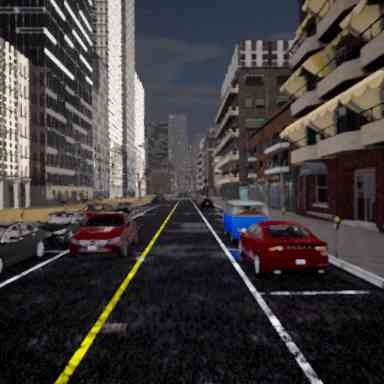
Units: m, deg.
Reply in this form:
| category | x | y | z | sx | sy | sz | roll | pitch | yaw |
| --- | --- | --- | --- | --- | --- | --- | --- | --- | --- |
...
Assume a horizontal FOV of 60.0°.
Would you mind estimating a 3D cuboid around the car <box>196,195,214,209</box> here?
| category | x | y | z | sx | sy | sz | roll | pitch | yaw |
| --- | --- | --- | --- | --- | --- | --- | --- | --- | --- |
| car | 1.864 | 1.464 | 43.198 | 1.947 | 1.339 | 4.313 | -1 | 0 | -1 |

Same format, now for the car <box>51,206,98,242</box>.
| category | x | y | z | sx | sy | sz | roll | pitch | yaw |
| --- | --- | --- | --- | --- | --- | --- | --- | --- | --- |
| car | -5.970 | 1.559 | 15.424 | 2.008 | 1.369 | 4.403 | -1 | 0 | -1 |

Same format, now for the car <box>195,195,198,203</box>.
| category | x | y | z | sx | sy | sz | roll | pitch | yaw |
| --- | --- | --- | --- | --- | --- | --- | --- | --- | --- |
| car | 1.751 | 1.415 | 48.888 | 1.752 | 1.417 | 4.829 | -1 | 0 | -1 |

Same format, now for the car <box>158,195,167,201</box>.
| category | x | y | z | sx | sy | sz | roll | pitch | yaw |
| --- | --- | --- | --- | --- | --- | --- | --- | --- | --- |
| car | -7.278 | 1.485 | 81.685 | 1.947 | 1.339 | 4.313 | -1 | 0 | -1 |

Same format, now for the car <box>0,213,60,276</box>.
| category | x | y | z | sx | sy | sz | roll | pitch | yaw |
| --- | --- | --- | --- | --- | --- | --- | --- | --- | --- |
| car | -5.861 | 1.570 | 9.901 | 2.008 | 1.369 | 4.403 | -1 | 0 | -1 |

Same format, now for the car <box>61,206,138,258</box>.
| category | x | y | z | sx | sy | sz | roll | pitch | yaw |
| --- | --- | --- | --- | --- | --- | --- | --- | --- | --- |
| car | -3.227 | 1.520 | 12.914 | 1.812 | 1.442 | 4.674 | 0 | 0 | -1 |

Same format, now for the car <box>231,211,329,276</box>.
| category | x | y | z | sx | sy | sz | roll | pitch | yaw |
| --- | --- | --- | --- | --- | --- | --- | --- | --- | --- |
| car | 2.518 | 1.503 | 10.066 | 1.887 | 1.381 | 4.507 | -1 | 0 | -1 |

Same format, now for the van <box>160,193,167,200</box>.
| category | x | y | z | sx | sy | sz | roll | pitch | yaw |
| --- | --- | --- | --- | --- | --- | --- | --- | --- | --- |
| van | -7.390 | 1.257 | 87.207 | 1.690 | 1.788 | 3.998 | -1 | 0 | -1 |

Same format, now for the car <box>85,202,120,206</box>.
| category | x | y | z | sx | sy | sz | roll | pitch | yaw |
| --- | --- | --- | --- | --- | --- | --- | --- | --- | --- |
| car | -6.080 | 1.437 | 20.945 | 1.967 | 1.590 | 4.097 | -1 | 0 | -1 |

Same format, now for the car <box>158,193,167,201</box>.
| category | x | y | z | sx | sy | sz | roll | pitch | yaw |
| --- | --- | --- | --- | --- | --- | --- | --- | --- | --- |
| car | -7.172 | 1.238 | 76.163 | 2.192 | 1.841 | 5.009 | -1 | 0 | -1 |

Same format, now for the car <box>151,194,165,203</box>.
| category | x | y | z | sx | sy | sz | roll | pitch | yaw |
| --- | --- | --- | --- | --- | --- | --- | --- | --- | --- |
| car | -6.951 | 1.499 | 65.120 | 1.947 | 1.339 | 4.313 | -1 | 0 | -1 |

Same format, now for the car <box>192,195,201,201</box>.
| category | x | y | z | sx | sy | sz | roll | pitch | yaw |
| --- | --- | --- | --- | --- | --- | --- | --- | --- | --- |
| car | 1.100 | 1.403 | 81.849 | 1.887 | 1.381 | 4.507 | -1 | 0 | -1 |

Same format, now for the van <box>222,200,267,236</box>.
| category | x | y | z | sx | sy | sz | roll | pitch | yaw |
| --- | --- | --- | --- | --- | --- | --- | --- | --- | --- |
| van | 2.407 | 1.289 | 15.587 | 1.690 | 1.788 | 3.998 | -1 | 0 | -1 |

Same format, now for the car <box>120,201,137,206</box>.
| category | x | y | z | sx | sy | sz | roll | pitch | yaw |
| --- | --- | --- | --- | --- | --- | --- | --- | --- | --- |
| car | -6.297 | 1.542 | 31.989 | 1.947 | 1.339 | 4.313 | -1 | 0 | -1 |
